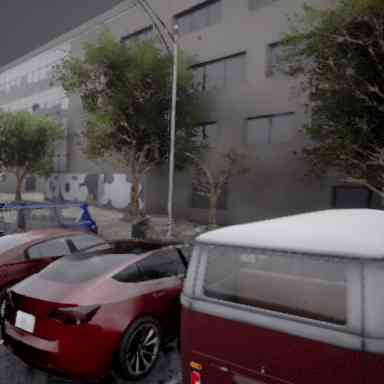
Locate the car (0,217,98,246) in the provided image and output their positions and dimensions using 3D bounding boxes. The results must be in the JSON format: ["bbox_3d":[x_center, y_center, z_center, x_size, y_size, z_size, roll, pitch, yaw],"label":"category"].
[{"bbox_3d":[-2.868,1.530,7.316,2.097,1.535,5.008,-1,-1,35],"label":"car"}]

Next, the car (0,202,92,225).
[{"bbox_3d":[-5.117,1.330,8.881,2.435,2.045,5.566,-1,-1,35],"label":"car"}]

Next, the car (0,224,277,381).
[{"bbox_3d":[-0.543,1.523,5.699,2.163,1.488,4.792,-1,0,35],"label":"car"}]
